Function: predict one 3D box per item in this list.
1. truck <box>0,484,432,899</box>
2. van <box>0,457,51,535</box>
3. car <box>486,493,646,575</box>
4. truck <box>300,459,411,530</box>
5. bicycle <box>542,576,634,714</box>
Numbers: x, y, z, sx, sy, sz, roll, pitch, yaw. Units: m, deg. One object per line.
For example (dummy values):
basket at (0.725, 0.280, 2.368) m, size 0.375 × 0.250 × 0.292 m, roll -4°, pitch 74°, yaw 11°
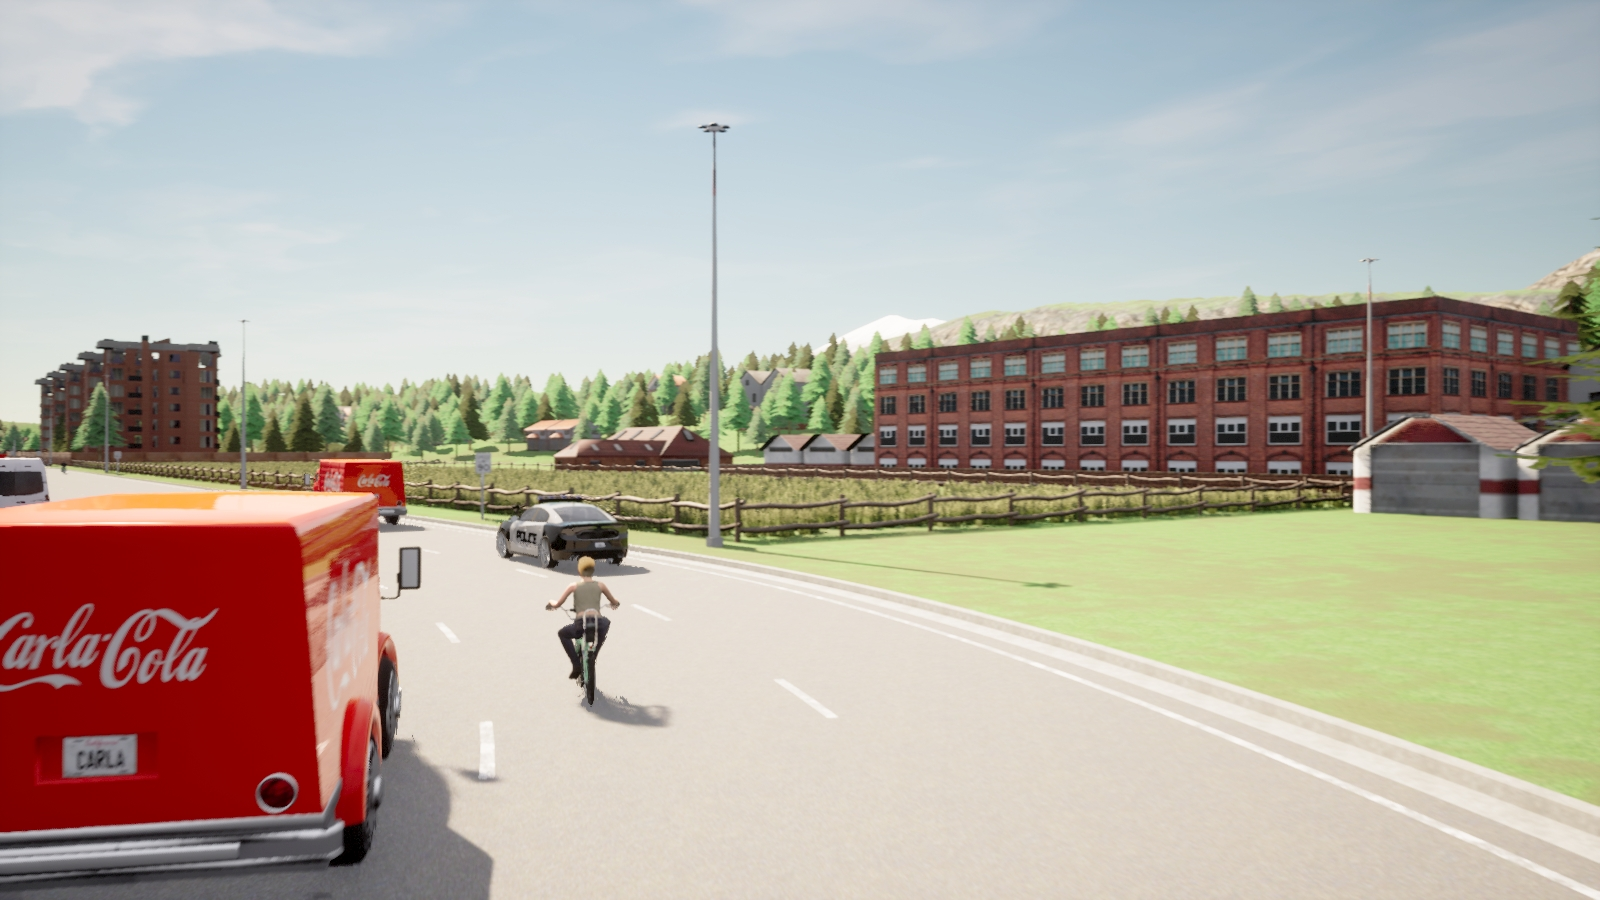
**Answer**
truck at (-4.428, 1.575, 8.732) m, size 2.627 × 2.467 × 5.204 m, roll 0°, pitch 0°, yaw -13°
van at (-28.243, 1.564, 40.937) m, size 1.988 × 2.561 × 5.915 m, roll 0°, pitch 0°, yaw -37°
car at (-5.954, 1.999, 28.524) m, size 2.097 × 1.638 × 5.238 m, roll 0°, pitch 0°, yaw -34°
truck at (-17.038, 1.599, 43.610) m, size 2.627 × 2.467 × 5.204 m, roll 0°, pitch 0°, yaw -37°
bicycle at (-2.437, 2.166, 12.986) m, size 0.859 × 1.276 × 1.487 m, roll 0°, pitch 0°, yaw -17°
